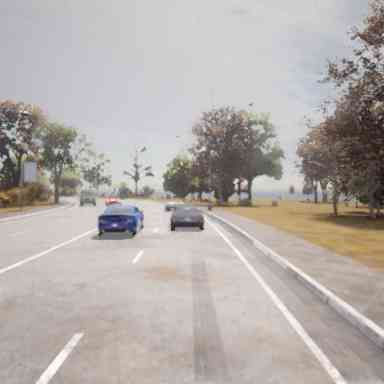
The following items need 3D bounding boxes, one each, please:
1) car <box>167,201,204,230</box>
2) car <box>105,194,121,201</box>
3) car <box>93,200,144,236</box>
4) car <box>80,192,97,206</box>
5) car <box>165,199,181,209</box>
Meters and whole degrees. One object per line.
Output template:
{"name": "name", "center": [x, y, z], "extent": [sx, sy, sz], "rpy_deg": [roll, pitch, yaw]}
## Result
{"name": "car", "center": [-0.341, 1.477, 20.531], "extent": [1.994, 1.385, 4.181], "rpy_deg": [0, 0, -3]}
{"name": "car", "center": [-11.156, 1.145, 47.125], "extent": [2.097, 1.767, 4.553], "rpy_deg": [0, 0, -13]}
{"name": "car", "center": [-3.727, 1.400, 18.078], "extent": [1.882, 1.535, 5.008], "rpy_deg": [0, 0, -2]}
{"name": "car", "center": [-15.080, 1.002, 48.587], "extent": [2.150, 2.045, 5.566], "rpy_deg": [0, 0, -14]}
{"name": "car", "center": [-2.140, 1.440, 38.620], "extent": [1.895, 1.301, 4.718], "rpy_deg": [0, 0, -9]}
